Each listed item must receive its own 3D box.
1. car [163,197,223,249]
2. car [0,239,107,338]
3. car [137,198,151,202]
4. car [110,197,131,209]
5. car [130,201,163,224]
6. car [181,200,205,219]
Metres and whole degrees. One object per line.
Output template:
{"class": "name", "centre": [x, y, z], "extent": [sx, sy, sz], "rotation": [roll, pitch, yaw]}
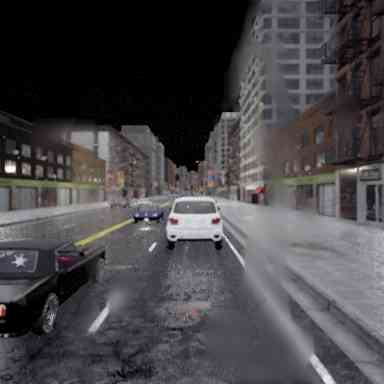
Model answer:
{"class": "car", "centre": [0.110, 1.222, 14.788], "extent": [2.150, 2.045, 5.566], "rotation": [0, 0, 0]}
{"class": "car", "centre": [-3.145, 1.603, 6.637], "extent": [1.895, 1.301, 4.718], "rotation": [0, 0, 0]}
{"class": "car", "centre": [-6.455, 1.576, 45.380], "extent": [1.812, 1.442, 4.674], "rotation": [0, 0, 0]}
{"class": "car", "centre": [-9.705, 1.415, 45.413], "extent": [2.097, 1.767, 4.553], "rotation": [0, 0, 0]}
{"class": "car", "centre": [-3.125, 1.603, 24.968], "extent": [1.895, 1.301, 4.718], "rotation": [0, 0, 0]}
{"class": "car", "centre": [0.118, 1.547, 30.417], "extent": [2.033, 1.411, 5.357], "rotation": [0, 0, 0]}
